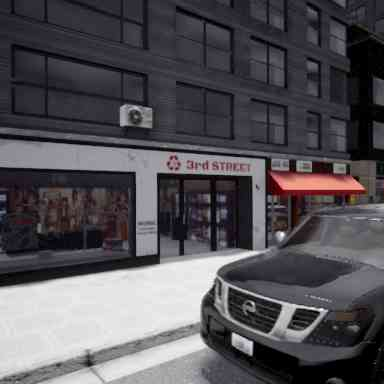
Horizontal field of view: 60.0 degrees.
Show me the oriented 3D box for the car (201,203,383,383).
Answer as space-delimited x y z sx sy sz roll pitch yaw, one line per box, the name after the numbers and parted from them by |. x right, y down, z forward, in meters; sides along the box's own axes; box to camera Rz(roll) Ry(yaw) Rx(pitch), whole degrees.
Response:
2.764 1.220 5.055 5.566 2.045 2.150 0 0 -36 | car
